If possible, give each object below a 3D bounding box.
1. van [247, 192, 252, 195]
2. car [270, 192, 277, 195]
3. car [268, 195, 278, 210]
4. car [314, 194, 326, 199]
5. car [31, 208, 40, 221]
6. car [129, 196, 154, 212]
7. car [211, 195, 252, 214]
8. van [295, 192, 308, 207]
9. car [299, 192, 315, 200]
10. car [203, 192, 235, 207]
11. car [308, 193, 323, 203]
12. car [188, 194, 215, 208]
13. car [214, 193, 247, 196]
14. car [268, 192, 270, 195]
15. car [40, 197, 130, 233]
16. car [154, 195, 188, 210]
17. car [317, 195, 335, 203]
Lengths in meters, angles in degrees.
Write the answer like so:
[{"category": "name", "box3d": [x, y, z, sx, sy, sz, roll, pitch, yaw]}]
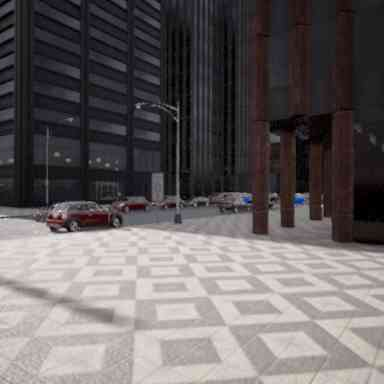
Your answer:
[{"category": "van", "box3d": [7.126, 1.013, 50.551, 1.690, 1.788, 3.998, 1, 0, 36]}, {"category": "car", "box3d": [13.721, 0.966, 59.627, 2.192, 1.841, 5.009, 1, 0, 36]}, {"category": "car", "box3d": [7.437, 1.315, 36.481, 1.947, 1.339, 4.313, 1, 0, 36]}, {"category": "car", "box3d": [33.504, 1.165, 86.857, 1.947, 1.339, 4.313, 1, 0, 36]}, {"category": "car", "box3d": [-9.004, 1.283, 23.829, 1.812, 1.442, 4.674, 0, 0, 36]}, {"category": "car", "box3d": [-6.064, 1.160, 32.401, 1.967, 1.590, 4.097, 1, 1, 36]}, {"category": "car", "box3d": [4.140, 1.312, 31.943, 2.008, 1.369, 4.403, 1, 0, 36]}, {"category": "van", "box3d": [14.033, 1.067, 45.554, 1.690, 1.788, 3.998, 1, 0, 36]}, {"category": "car", "box3d": [26.911, 0.930, 77.780, 2.192, 1.841, 5.009, 1, 0, 36]}, {"category": "car", "box3d": [3.829, 0.998, 46.014, 2.192, 1.841, 5.009, 1, 0, 36]}, {"category": "car", "box3d": [20.626, 1.271, 54.631, 1.947, 1.339, 4.313, 1, 0, 36]}, {"category": "car", "box3d": [0.531, 1.246, 41.478, 2.008, 1.369, 4.403, 1, 0, 36]}, {"category": "car", "box3d": [4.795, 1.056, 42.767, 2.097, 1.767, 4.553, 0, 0, 36]}, {"category": "car", "box3d": [10.424, 0.976, 55.090, 2.192, 1.841, 5.009, 1, 0, 36]}, {"category": "car", "box3d": [-5.750, 1.241, 18.330, 1.967, 1.590, 4.097, 1, 1, 36]}, {"category": "car", "box3d": [-2.766, 1.147, 36.939, 1.967, 1.590, 4.097, 1, 0, 36]}, {"category": "car", "box3d": [23.923, 1.262, 59.169, 1.947, 1.339, 4.313, 1, 0, 36]}]
